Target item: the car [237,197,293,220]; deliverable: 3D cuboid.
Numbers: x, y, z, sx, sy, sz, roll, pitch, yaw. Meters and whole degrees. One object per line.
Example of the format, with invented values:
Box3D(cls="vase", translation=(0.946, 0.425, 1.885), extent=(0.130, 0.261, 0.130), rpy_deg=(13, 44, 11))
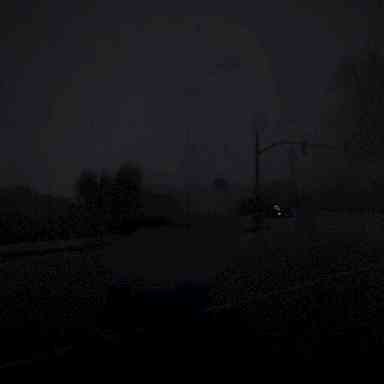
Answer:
Box3D(cls="car", translation=(5.845, 1.201, 26.947), extent=(2.097, 1.767, 4.553), rpy_deg=(0, 0, -39))
